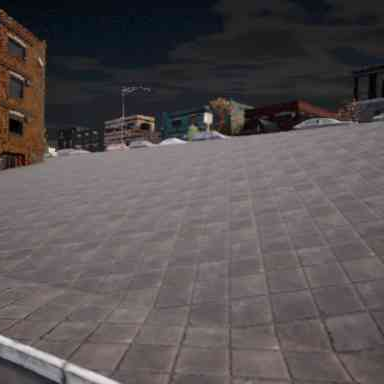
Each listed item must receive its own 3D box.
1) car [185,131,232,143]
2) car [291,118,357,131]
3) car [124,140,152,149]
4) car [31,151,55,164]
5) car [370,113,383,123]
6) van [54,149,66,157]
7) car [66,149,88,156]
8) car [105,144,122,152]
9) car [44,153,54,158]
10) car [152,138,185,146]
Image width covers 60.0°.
[{"bbox_3d":[1.961,-4.990,31.654,2.185,1.767,4.553,0,2,-44],"label":"car"},{"bbox_3d":[9.498,-4.500,23.737,2.231,1.521,4.892,0,2,-44],"label":"car"},{"bbox_3d":[-5.737,-5.358,39.740,2.185,1.767,4.553,0,2,-44],"label":"car"},{"bbox_3d":[-28.524,-6.483,63.674,2.435,2.045,5.566,0,1,-44],"label":"car"},{"bbox_3d":[13.308,-4.304,19.748,2.231,1.521,4.892,0,2,-44],"label":"car"},{"bbox_3d":[-20.853,-6.141,55.616,1.878,1.987,4.442,0,2,-44],"label":"van"},{"bbox_3d":[-17.138,-5.753,51.713,2.231,1.521,4.892,0,2,-44],"label":"car"},{"bbox_3d":[-9.541,-5.536,43.736,2.185,1.767,4.553,0,2,-44],"label":"car"},{"bbox_3d":[-24.747,-6.039,59.707,2.002,1.452,4.674,0,1,-44],"label":"car"},{"bbox_3d":[-1.829,-5.005,35.634,2.002,1.452,4.674,0,2,-44],"label":"car"}]
